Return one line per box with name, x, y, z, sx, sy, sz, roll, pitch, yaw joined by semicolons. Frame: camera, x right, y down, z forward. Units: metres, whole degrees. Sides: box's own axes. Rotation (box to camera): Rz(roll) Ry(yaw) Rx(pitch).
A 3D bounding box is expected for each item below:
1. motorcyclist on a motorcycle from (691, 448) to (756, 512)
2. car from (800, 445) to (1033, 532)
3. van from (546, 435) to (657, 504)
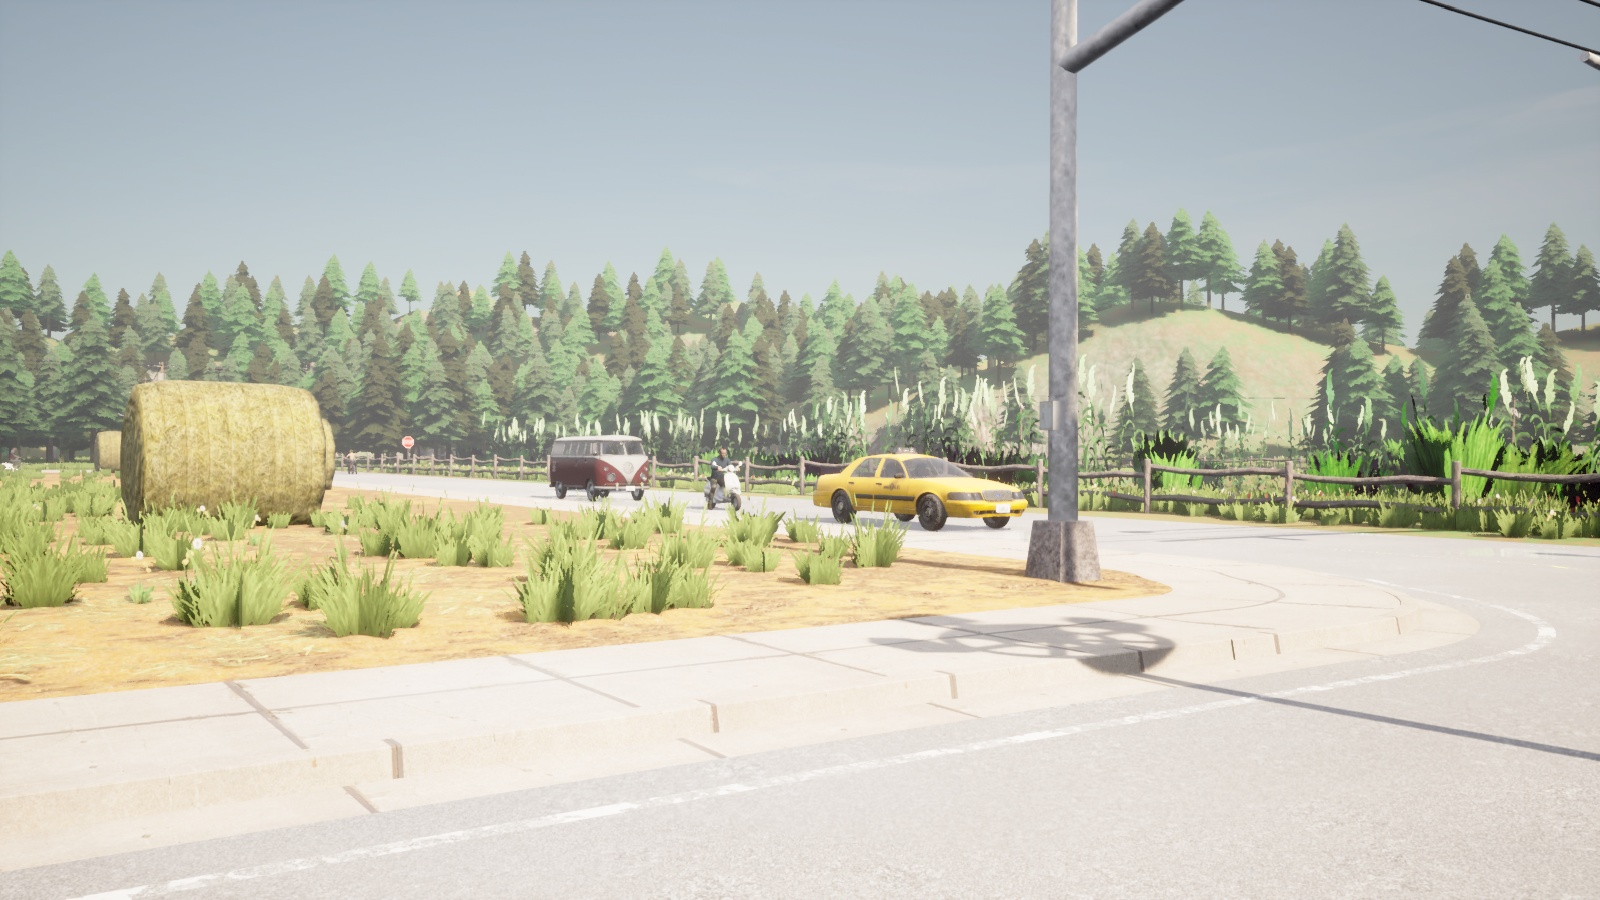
motorcyclist on a motorcycle;-1.965;0.746;32.029;0.866;1.590;1.817;0;0;-32
car;2.192;0.706;25.414;1.801;1.575;5.366;0;0;-32
van;-6.201;0.571;38.757;1.775;1.987;4.442;0;0;-32
